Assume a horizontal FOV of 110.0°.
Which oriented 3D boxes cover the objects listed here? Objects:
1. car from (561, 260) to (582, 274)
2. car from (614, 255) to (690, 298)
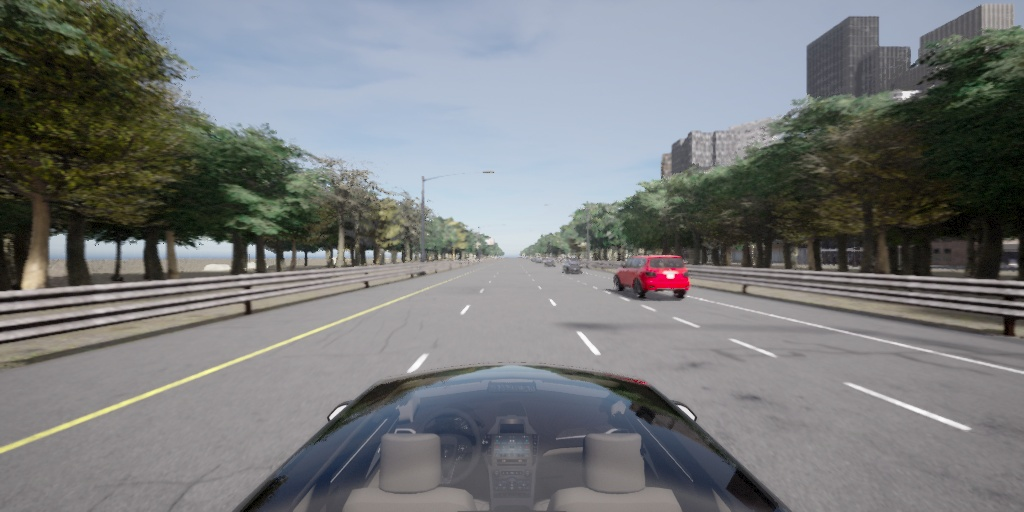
[{"bbox_3d":[7.070,1.281,42.466,2.128,1.511,4.902,0,0,0],"label":"car"},{"bbox_3d":[7.010,0.986,18.537,2.150,2.045,5.566,0,0,0],"label":"car"}]
